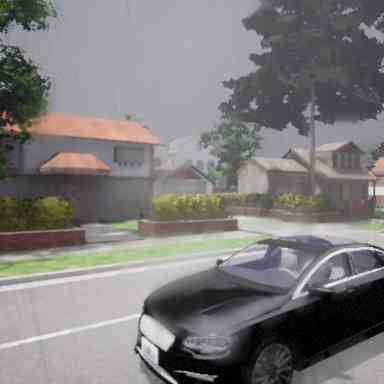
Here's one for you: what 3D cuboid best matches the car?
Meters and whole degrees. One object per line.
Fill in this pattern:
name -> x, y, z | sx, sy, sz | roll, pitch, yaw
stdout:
car -> 1.576, 1.467, 5.004 | 4.902, 1.511, 2.128 | 0, 0, -34
